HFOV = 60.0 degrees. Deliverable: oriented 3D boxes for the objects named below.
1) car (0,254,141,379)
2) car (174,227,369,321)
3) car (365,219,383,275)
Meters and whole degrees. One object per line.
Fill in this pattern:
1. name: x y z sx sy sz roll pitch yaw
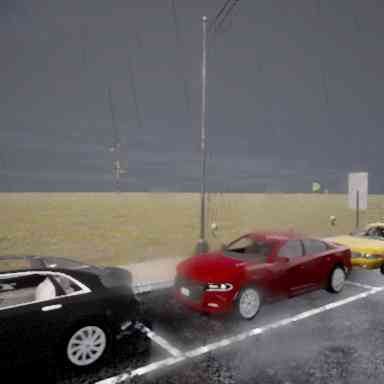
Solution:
1. car: -2.792 1.551 4.096 4.403 1.369 2.008 0 1 -35
2. car: 1.716 1.559 7.310 4.507 1.381 1.887 0 1 -35
3. car: 6.085 1.553 10.425 4.829 1.417 1.752 0 1 -35
